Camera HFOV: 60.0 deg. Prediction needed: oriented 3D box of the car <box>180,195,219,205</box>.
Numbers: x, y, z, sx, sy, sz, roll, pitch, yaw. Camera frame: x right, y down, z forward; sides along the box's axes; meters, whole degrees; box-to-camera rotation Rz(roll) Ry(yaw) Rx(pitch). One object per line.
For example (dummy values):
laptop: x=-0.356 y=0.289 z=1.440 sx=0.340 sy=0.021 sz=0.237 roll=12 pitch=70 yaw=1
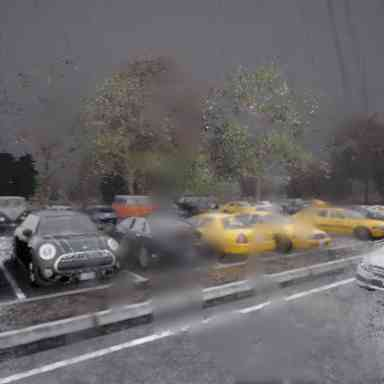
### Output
car: x=0.084 y=1.262 z=28.229 sx=2.435 sy=2.045 sz=5.566 roll=0 pitch=0 yaw=-35

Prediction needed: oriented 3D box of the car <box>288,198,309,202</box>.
car: x=9.157 y=1.605 z=34.585 sx=2.163 sy=1.488 sz=4.792 roll=0 pitch=0 yaw=-35

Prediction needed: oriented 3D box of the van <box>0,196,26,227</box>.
van: x=-11.121 y=1.247 z=20.125 sx=1.878 sy=1.987 sz=4.442 roll=0 pitch=0 yaw=-36

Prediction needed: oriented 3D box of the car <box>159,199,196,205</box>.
car: x=-2.144 y=1.527 z=26.581 sx=2.163 sy=1.488 sz=4.792 roll=0 pitch=0 yaw=-35

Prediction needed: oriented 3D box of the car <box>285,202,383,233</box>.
car: x=7.741 y=1.514 z=17.362 sx=1.946 sy=1.575 sz=5.366 roll=0 pitch=0 yaw=-35

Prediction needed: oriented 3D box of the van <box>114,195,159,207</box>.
van: x=-4.589 y=1.257 z=25.027 sx=1.878 sy=1.987 sz=4.442 roll=0 pitch=0 yaw=-35

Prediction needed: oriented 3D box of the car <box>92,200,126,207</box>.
car: x=-6.800 y=1.503 z=23.353 sx=2.163 sy=1.488 sz=4.792 roll=0 pitch=0 yaw=-35

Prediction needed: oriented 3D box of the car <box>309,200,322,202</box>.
car: x=11.282 y=1.465 z=36.164 sx=2.185 sy=1.767 sz=4.553 roll=0 pitch=0 yaw=-35

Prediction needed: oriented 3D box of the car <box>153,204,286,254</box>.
car: x=0.732 y=1.475 z=12.852 sx=1.946 sy=1.575 sz=5.366 roll=0 pitch=0 yaw=-35

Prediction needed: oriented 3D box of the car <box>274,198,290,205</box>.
car: x=6.882 y=1.600 z=33.005 sx=2.002 sy=1.452 sz=4.674 roll=0 pitch=0 yaw=-35

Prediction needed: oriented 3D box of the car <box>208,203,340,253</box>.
car: x=3.111 y=1.484 z=14.083 sx=1.946 sy=1.575 sz=5.366 roll=0 pitch=0 yaw=-35

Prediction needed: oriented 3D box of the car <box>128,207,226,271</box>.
car: x=-1.416 y=1.475 z=11.096 sx=2.231 sy=1.521 sz=4.892 roll=0 pitch=0 yaw=-35

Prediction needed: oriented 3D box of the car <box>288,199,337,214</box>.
car: x=13.564 y=1.606 z=37.736 sx=2.097 sy=1.535 sz=5.008 roll=0 pitch=0 yaw=-35

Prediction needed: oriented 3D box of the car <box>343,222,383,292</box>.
car: x=5.743 y=1.518 z=7.796 sx=4.674 sy=1.442 sz=1.812 roll=0 pitch=0 yaw=-36

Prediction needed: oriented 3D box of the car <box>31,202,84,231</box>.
car: x=-8.954 y=1.500 z=21.828 sx=2.163 sy=1.488 sz=4.792 roll=0 pitch=0 yaw=-35

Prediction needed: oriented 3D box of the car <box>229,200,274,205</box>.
car: x=4.727 y=1.541 z=31.255 sx=1.946 sy=1.575 sz=5.366 roll=0 pitch=0 yaw=-35

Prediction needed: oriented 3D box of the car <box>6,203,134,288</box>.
car: x=-3.705 y=1.351 z=9.520 sx=2.185 sy=1.767 sz=4.553 roll=0 pitch=0 yaw=-35
